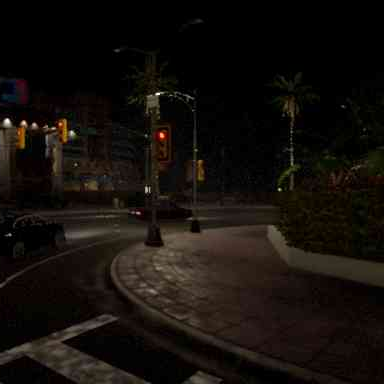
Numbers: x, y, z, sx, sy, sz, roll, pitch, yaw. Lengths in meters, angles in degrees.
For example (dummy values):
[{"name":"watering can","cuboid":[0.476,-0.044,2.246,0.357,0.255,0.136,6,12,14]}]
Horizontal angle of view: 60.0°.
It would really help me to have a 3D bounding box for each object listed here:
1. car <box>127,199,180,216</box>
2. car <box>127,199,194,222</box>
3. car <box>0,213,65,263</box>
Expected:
[{"name":"car","cuboid":[-3.880,1.505,33.596,4.902,1.511,2.128,0,0,-35]},{"name":"car","cuboid":[-2.380,1.558,26.040,5.357,1.411,2.033,0,0,-38]},{"name":"car","cuboid":[-6.304,1.497,11.984,2.128,1.511,4.902,0,0,3]}]
